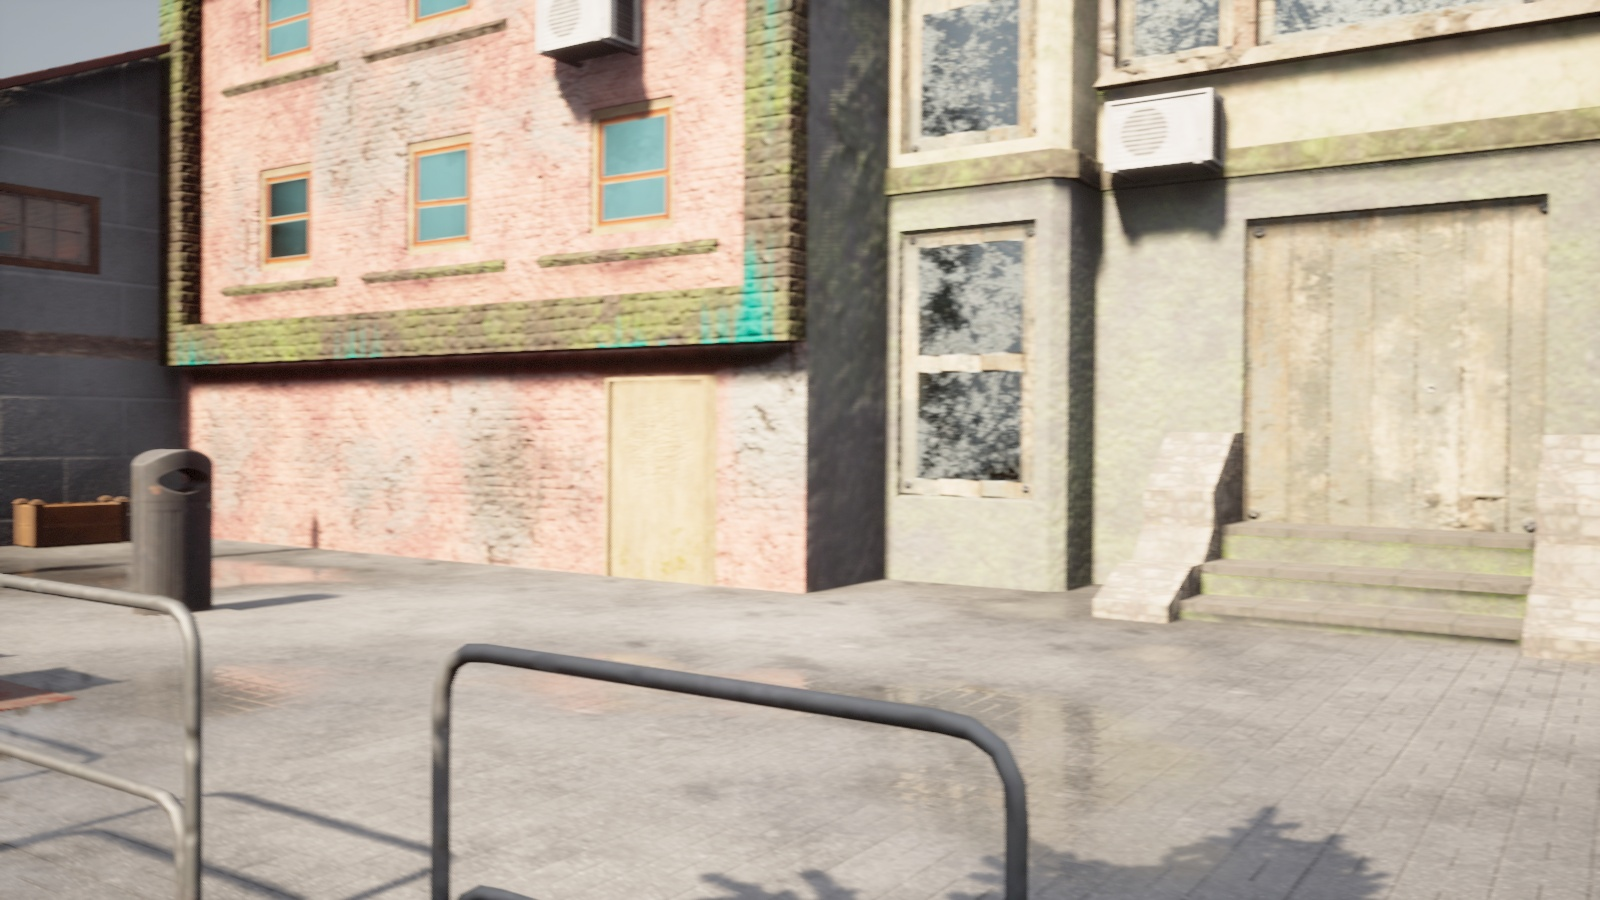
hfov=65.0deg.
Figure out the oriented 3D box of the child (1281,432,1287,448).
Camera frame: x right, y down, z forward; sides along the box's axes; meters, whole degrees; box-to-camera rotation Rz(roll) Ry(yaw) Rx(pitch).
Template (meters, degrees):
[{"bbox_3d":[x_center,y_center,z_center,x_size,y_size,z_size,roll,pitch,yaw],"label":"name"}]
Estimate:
[{"bbox_3d":[35.036,-0.731,90.898,0.394,1.110,0.255,0,1,32],"label":"child"}]
